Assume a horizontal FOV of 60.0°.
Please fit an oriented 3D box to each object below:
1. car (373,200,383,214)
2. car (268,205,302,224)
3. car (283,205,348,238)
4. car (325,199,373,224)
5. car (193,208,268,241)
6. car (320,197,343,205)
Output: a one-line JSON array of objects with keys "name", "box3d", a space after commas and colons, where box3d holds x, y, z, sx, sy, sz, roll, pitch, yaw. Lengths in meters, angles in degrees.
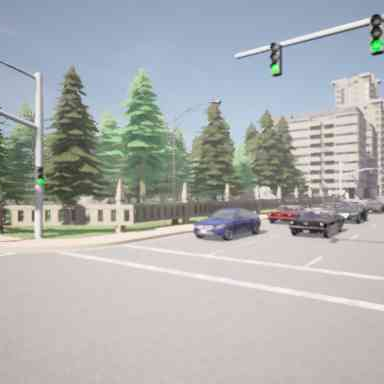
[{"name": "car", "box3d": [19.497, 1.570, 35.768, 2.033, 1.411, 5.357, 0, 0, 36]}, {"name": "car", "box3d": [7.252, 1.641, 24.668, 1.895, 1.301, 4.718, 0, 0, 35]}, {"name": "car", "box3d": [6.853, 1.624, 18.086, 1.895, 1.301, 4.718, 0, 0, 36]}, {"name": "car", "box3d": [12.131, 1.515, 25.478, 2.128, 1.511, 4.902, 0, 0, 36]}, {"name": "car", "box3d": [1.956, 1.565, 17.259, 1.812, 1.442, 4.674, 0, 0, 38]}, {"name": "car", "box3d": [15.297, 1.392, 35.911, 2.097, 1.767, 4.553, 0, 0, 37]}]
